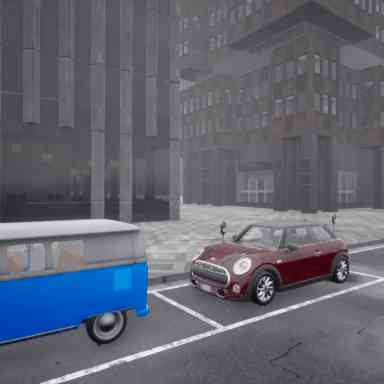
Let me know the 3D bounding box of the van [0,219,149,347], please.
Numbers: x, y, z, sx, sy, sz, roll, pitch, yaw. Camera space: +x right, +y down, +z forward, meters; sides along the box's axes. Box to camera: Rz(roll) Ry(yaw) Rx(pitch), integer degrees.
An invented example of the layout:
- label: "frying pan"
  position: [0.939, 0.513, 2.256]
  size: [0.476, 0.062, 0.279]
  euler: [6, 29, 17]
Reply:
- label: "van"
  position: [-2.591, 1.341, 4.798]
  size: [3.998, 1.788, 1.690]
  euler: [0, 0, -35]

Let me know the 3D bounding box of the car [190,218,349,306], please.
- label: "car"
  position: [1.920, 1.441, 7.987]
  size: [4.097, 1.590, 1.967]
  euler: [0, 0, -35]
